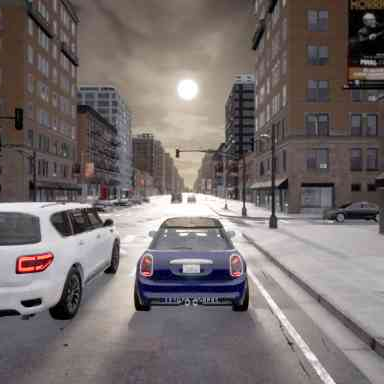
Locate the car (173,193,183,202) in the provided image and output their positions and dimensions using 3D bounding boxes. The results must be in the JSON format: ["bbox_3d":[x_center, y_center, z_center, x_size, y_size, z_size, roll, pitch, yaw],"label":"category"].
[{"bbox_3d":[-3.346,1.212,80.425,2.150,2.045,5.566,0,0,0],"label":"car"}]

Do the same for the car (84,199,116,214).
[{"bbox_3d":[-9.894,1.547,36.339,2.033,1.411,5.357,0,0,0],"label":"car"}]

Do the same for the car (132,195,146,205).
[{"bbox_3d":[-9.899,1.345,58.190,2.097,1.767,4.553,0,0,0],"label":"car"}]

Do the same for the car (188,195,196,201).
[{"bbox_3d":[-0.096,1.453,79.740,1.895,1.301,4.718,0,0,0],"label":"car"}]

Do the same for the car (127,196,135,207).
[{"bbox_3d":[-9.904,1.598,47.515,1.895,1.301,4.718,0,0,0],"label":"car"}]

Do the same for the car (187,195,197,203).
[{"bbox_3d":[-0.083,1.482,69.291,2.128,1.511,4.902,0,0,0],"label":"car"}]

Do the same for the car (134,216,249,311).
[{"bbox_3d":[-0.002,1.352,7.907,2.097,1.767,4.553,0,0,0],"label":"car"}]

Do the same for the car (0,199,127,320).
[{"bbox_3d":[-3.157,1.223,7.450,2.150,2.045,5.566,0,0,0],"label":"car"}]

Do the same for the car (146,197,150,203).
[{"bbox_3d":[-9.833,1.591,68.641,1.895,1.301,4.718,0,0,0],"label":"car"}]

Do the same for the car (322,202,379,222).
[{"bbox_3d":[12.691,1.545,25.943,4.892,1.490,1.837,0,0,2],"label":"car"}]

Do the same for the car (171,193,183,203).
[{"bbox_3d":[-3.247,1.212,70.035,2.150,2.045,5.566,0,0,0],"label":"car"}]
